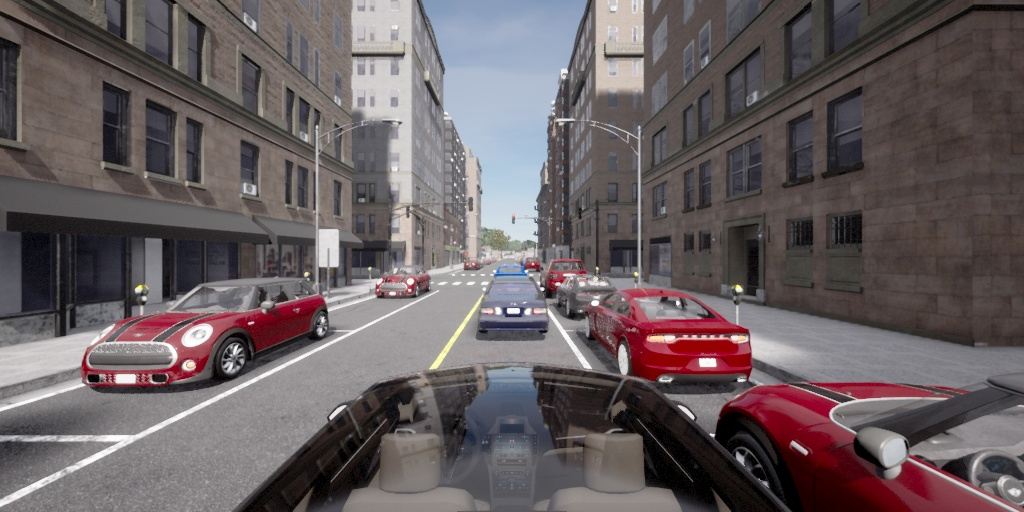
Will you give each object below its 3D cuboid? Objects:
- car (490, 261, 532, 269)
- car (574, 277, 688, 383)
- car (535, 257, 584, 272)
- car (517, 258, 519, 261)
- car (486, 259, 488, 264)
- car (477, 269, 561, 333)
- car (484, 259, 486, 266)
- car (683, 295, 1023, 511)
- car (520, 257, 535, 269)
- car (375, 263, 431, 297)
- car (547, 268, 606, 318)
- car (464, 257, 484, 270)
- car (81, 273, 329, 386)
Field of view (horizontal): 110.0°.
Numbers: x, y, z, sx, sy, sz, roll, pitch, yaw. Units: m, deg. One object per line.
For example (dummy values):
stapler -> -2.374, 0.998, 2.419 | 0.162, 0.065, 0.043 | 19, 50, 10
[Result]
car -> -0.081, 1.226, 20.512 | 1.882, 1.535, 5.008 | 0, 0, 0
car -> 2.617, 1.295, 7.039 | 1.888, 1.381, 4.507 | 0, 0, 0
car -> 2.566, 1.063, 18.403 | 2.192, 1.841, 5.009 | 0, 0, 0
car -> 2.421, 1.057, 61.971 | 2.192, 1.841, 5.009 | 0, 0, 0
car -> -5.681, 1.293, 61.933 | 2.007, 1.370, 4.403 | 0, 0, 0
car -> 0.039, 1.297, 10.693 | 2.033, 1.411, 5.357 | 0, 0, 0
car -> -5.658, 1.309, 56.429 | 1.948, 1.339, 4.313 | 0, 0, 0
car -> 2.642, 1.190, 1.357 | 1.967, 1.591, 4.097 | 0, 0, 0
car -> 2.508, 1.060, 45.459 | 2.192, 1.841, 5.009 | 0, 0, 0
car -> -5.459, 1.188, 18.367 | 1.967, 1.591, 4.097 | 0, 0, 0
car -> 2.591, 1.300, 12.721 | 2.007, 1.370, 4.403 | 0, 0, 0
car -> -5.636, 1.059, 50.926 | 2.192, 1.841, 5.009 | 0, 0, 0
car -> -5.408, 1.189, 7.002 | 1.967, 1.591, 4.097 | 0, 0, 0
